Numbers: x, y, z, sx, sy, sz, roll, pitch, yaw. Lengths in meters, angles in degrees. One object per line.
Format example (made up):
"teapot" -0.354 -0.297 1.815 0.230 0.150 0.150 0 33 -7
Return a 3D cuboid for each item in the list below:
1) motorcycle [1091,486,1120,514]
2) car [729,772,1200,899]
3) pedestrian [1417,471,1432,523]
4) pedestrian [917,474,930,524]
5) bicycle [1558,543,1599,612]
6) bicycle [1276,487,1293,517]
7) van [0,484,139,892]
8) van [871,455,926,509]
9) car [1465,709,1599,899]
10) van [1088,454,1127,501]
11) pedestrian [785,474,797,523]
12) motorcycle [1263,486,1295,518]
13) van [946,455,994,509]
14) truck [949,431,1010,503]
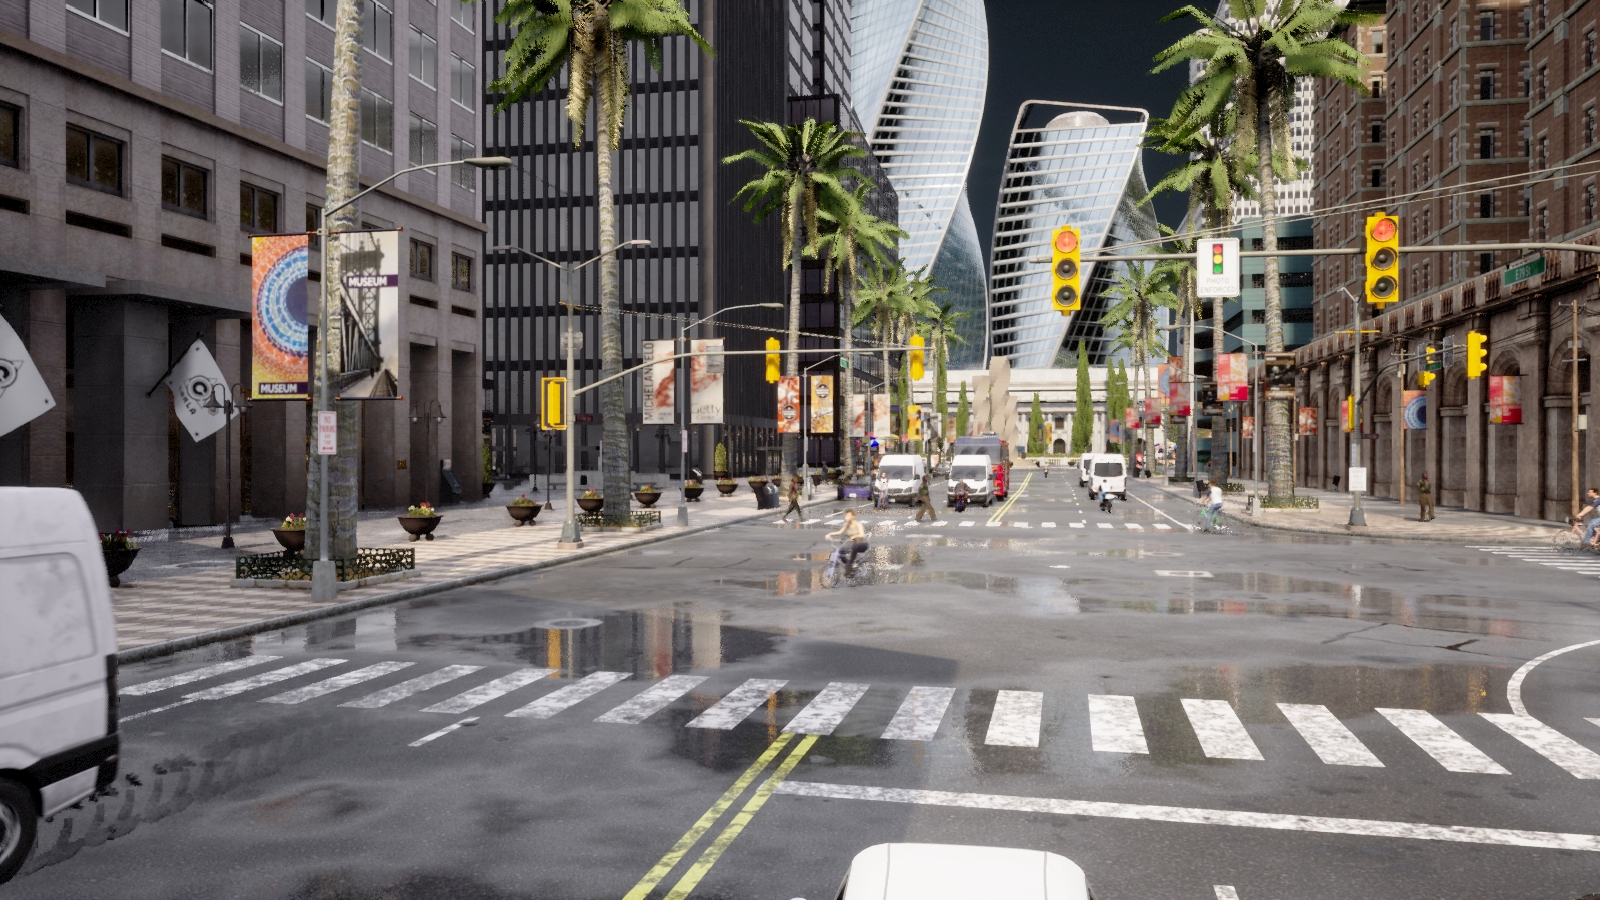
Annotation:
"motorcycle" 13.578 2.213 50.799 0.803 1.145 2.033 0 0 3
"car" 0.558 2.120 3.851 1.481 1.376 2.207 0 0 9
"pedestrian" 22.686 1.697 41.506 0.375 1.860 0.375 0 0 7
"pedestrian" 4.698 1.848 43.401 0.375 1.860 0.375 0 0 24
"bicycle" 14.232 2.256 20.313 1.487 1.080 0.859 0 0 -40
"bicycle" 20.524 2.206 48.420 0.373 1.196 1.643 0 0 13
"van" -6.387 1.534 5.710 1.988 2.561 5.915 0 0 10
"van" 5.034 1.534 57.494 1.988 2.561 5.915 0 0 13
"car" 3.753 1.992 2.523 2.152 1.651 5.027 0 0 7
"van" 17.688 1.534 65.922 1.988 2.561 5.915 0 0 13
"pedestrian" -0.338 1.849 43.664 0.375 1.860 0.375 0 0 11
"motorcycle" 20.463 2.205 48.863 0.867 1.251 2.209 0 0 13
"van" 8.600 1.534 57.397 1.988 2.561 5.915 0 0 13
"truck" 10.323 0.890 65.040 2.891 3.827 8.468 0 0 13
